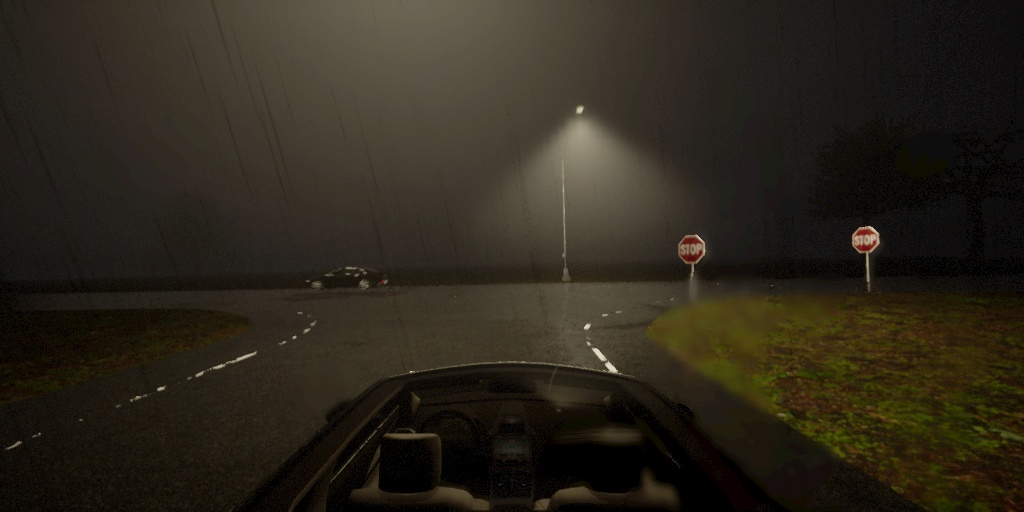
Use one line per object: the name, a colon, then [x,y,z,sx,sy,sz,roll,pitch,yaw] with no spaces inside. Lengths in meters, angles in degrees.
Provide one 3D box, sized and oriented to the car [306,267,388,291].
car: [-10.474,1.461,22.892,4.892,1.490,1.837,-1,-2,0]
